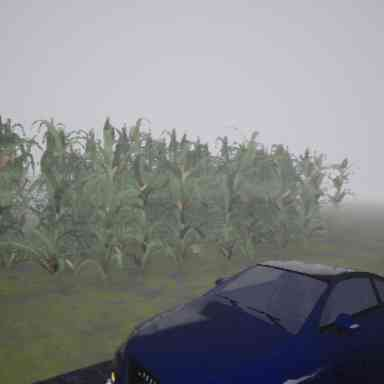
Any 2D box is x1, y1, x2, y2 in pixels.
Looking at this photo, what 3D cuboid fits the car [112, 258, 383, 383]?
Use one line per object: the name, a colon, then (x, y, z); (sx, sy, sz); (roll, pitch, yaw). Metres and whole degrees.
car: (1.227, 1.573, 3.946); (4.181, 1.385, 1.994); (0, 0, -35)
